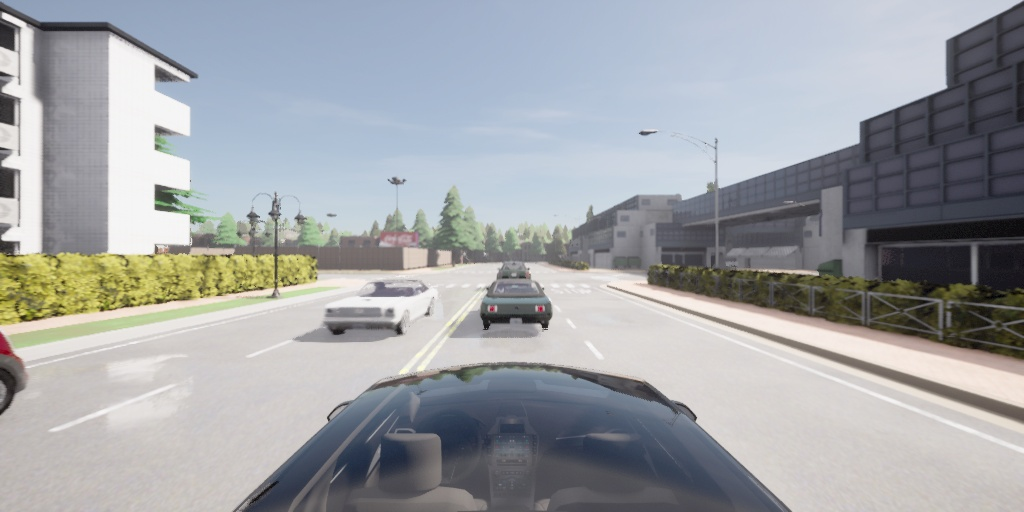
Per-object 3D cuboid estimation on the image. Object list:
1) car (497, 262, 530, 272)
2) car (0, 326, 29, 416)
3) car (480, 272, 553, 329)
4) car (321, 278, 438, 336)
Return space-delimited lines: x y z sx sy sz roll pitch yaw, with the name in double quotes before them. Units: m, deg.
"car" 0.106 1.138 22.989 2.097 1.767 4.553 0 0 0
"car" -7.097 1.103 2.430 2.097 1.767 4.553 0 0 0
"car" 0.105 1.367 11.300 1.895 1.301 4.718 0 0 0
"car" -3.582 1.366 10.623 1.895 1.301 4.718 0 0 0
